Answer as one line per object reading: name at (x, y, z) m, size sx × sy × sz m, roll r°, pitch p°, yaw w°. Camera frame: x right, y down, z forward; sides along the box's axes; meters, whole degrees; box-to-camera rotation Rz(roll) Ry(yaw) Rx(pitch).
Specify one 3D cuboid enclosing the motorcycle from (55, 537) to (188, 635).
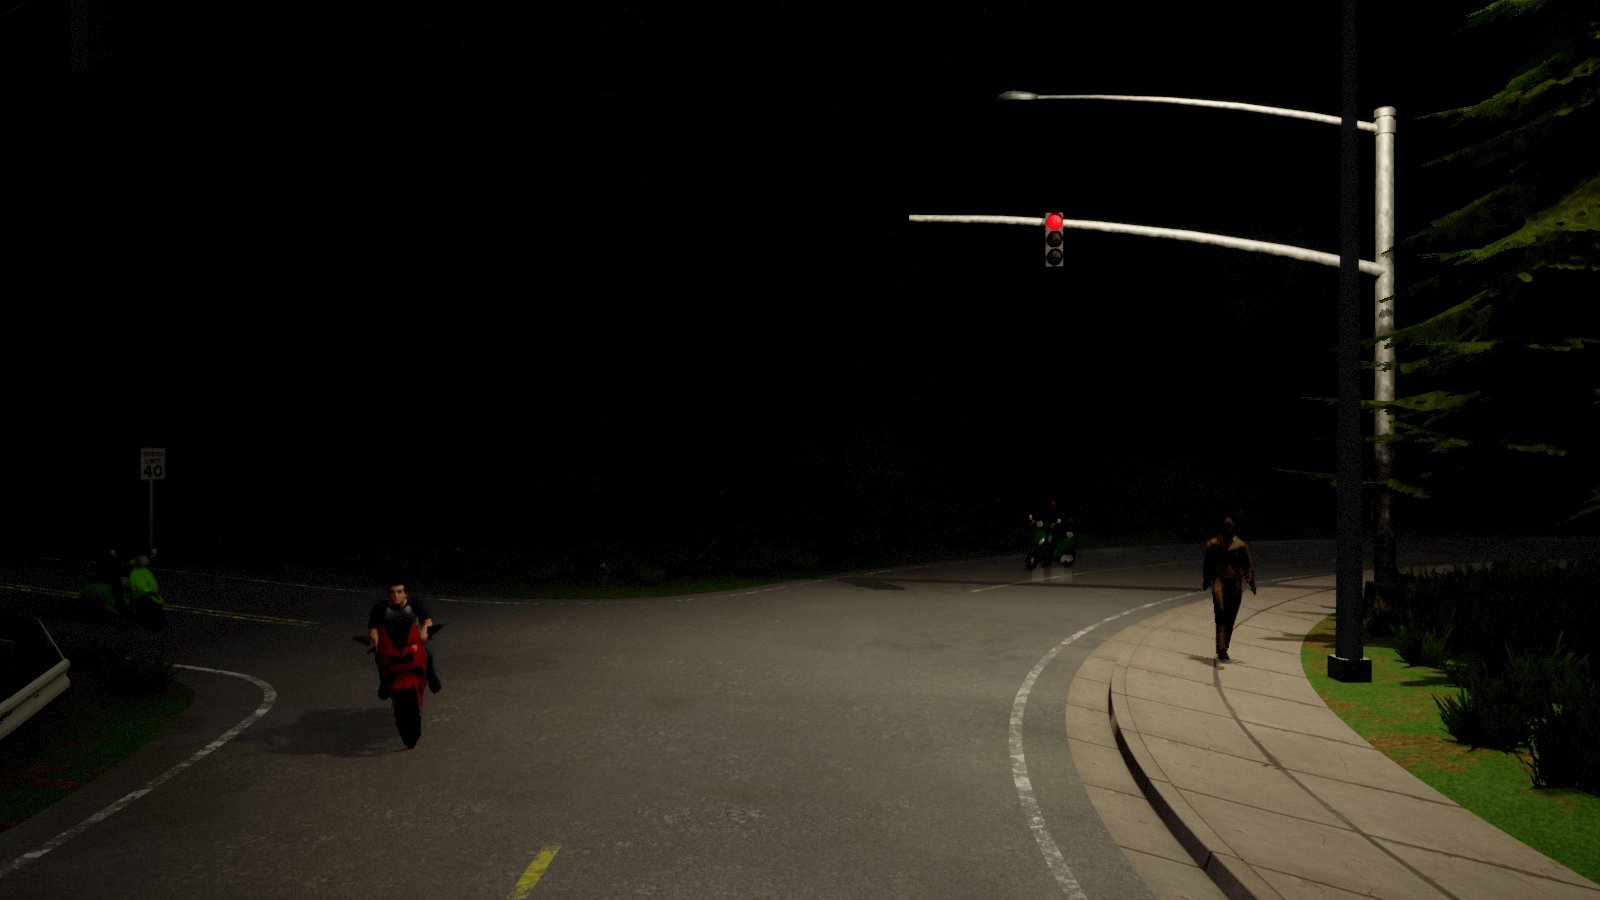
motorcycle at (-10.469, 2.066, 17.635) m, size 1.805 × 1.316 × 0.856 m, roll 1°, pitch 0°, yaw 24°

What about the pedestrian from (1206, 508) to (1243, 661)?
pedestrian at (5.301, 1.671, 14.276) m, size 0.375 × 1.860 × 0.375 m, roll 0°, pitch 0°, yaw 12°

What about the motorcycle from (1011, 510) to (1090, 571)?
motorcycle at (5.937, 2.115, 27.011) m, size 1.805 × 1.316 × 0.856 m, roll 0°, pitch 0°, yaw -37°

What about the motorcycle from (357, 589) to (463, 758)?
motorcycle at (-3.882, 2.159, 11.445) m, size 0.803 × 1.199 × 2.033 m, roll -6°, pitch 2°, yaw -18°
